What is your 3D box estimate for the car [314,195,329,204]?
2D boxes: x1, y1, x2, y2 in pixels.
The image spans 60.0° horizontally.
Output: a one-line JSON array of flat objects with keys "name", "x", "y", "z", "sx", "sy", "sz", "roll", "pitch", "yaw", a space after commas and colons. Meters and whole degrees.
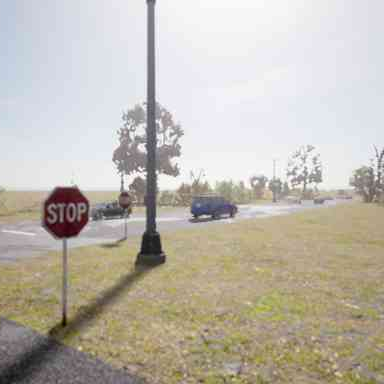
[{"name": "car", "x": 27.489, "y": 1.754, "z": 71.592, "sx": 2.128, "sy": 1.511, "sz": 4.902, "roll": 0, "pitch": 0, "yaw": 27}]

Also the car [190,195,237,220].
[{"name": "car", "x": 2.037, "y": 1.334, "z": 30.141, "sx": 2.150, "sy": 2.045, "sz": 5.566, "roll": 0, "pitch": 0, "yaw": 34}]

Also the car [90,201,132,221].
[{"name": "car", "x": -7.377, "y": 1.582, "z": 28.716, "sx": 2.128, "sy": 1.511, "sz": 4.902, "roll": 0, "pitch": 0, "yaw": 34}]

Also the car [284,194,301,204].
[{"name": "car", "x": 21.795, "y": 1.445, "z": 72.027, "sx": 2.150, "sy": 2.045, "sz": 5.566, "roll": 0, "pitch": 0, "yaw": 34}]
